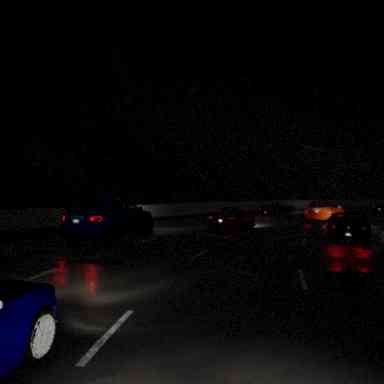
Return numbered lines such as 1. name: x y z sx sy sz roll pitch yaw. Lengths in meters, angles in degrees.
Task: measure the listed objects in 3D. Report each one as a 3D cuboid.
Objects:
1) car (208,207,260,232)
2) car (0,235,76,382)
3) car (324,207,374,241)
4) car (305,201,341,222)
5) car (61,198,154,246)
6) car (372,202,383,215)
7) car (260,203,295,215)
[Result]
1. car: 2.613 1.683 21.330 1.994 1.385 4.181 0 0 28
2. car: -3.015 1.487 2.893 1.882 1.535 5.008 0 0 4
3. car: 8.365 1.713 17.590 1.895 1.301 4.718 0 0 27
4. car: 11.022 1.522 27.410 2.097 1.767 4.553 0 0 39
5. car: -3.863 1.299 16.175 2.150 2.045 5.566 0 0 19
6. car: 21.509 1.802 36.281 4.181 1.385 1.994 0 0 -33
7. car: 9.207 1.812 36.048 4.718 1.301 1.895 0 0 -44
